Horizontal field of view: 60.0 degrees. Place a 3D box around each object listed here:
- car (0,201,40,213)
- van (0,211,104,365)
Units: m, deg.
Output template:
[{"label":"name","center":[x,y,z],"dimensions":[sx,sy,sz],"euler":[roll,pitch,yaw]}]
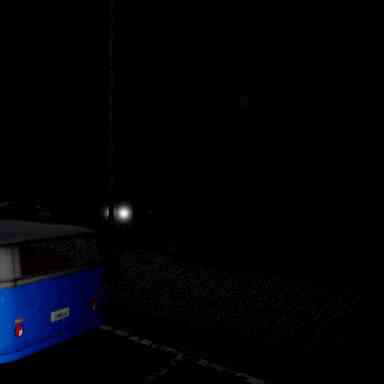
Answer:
[{"label":"car","center":[-15.416,1.517,28.506],"dimensions":[1.812,1.442,4.674],"euler":[0,0,32]},{"label":"van","center":[-3.203,1.341,5.361],"dimensions":[3.998,1.788,1.690],"euler":[0,0,36]}]
